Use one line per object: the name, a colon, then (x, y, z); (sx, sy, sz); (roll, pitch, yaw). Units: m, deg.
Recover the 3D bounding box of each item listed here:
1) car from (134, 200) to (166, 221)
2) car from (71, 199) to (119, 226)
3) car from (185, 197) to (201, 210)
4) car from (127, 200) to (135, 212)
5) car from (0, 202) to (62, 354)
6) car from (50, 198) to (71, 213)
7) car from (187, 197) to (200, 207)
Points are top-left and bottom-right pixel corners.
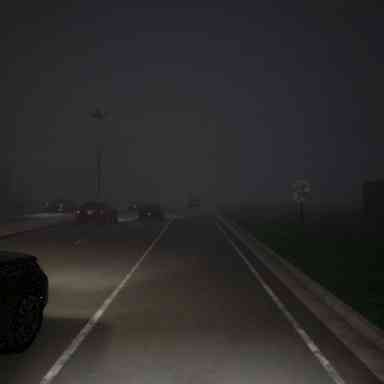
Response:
car: (-3.301, 1.558, 28.084); (1.882, 1.535, 5.008); (0, 0, 0)
car: (-6.814, 1.417, 24.300); (2.097, 1.767, 4.553); (0, 0, 0)
car: (0.167, 1.488, 46.185); (2.097, 1.767, 4.553); (0, 0, 0)
car: (-6.761, 1.681, 41.411); (1.994, 1.385, 4.181); (0, 0, 0)
car: (-3.385, 1.228, 2.991); (2.150, 2.045, 5.566); (0, 0, 0)
car: (-14.890, 1.450, 37.708); (2.097, 1.767, 4.553); (0, 0, 1)
car: (0.201, 1.654, 55.298); (2.128, 1.511, 4.902); (0, 0, 0)
